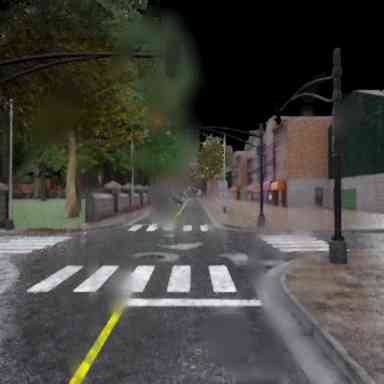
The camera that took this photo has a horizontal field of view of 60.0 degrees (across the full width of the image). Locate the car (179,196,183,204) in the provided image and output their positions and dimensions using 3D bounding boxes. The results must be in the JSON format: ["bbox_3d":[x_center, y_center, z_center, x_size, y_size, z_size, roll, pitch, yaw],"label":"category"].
[{"bbox_3d":[-2.579,1.393,57.504,2.033,1.411,5.357,0,0,0],"label":"car"}]

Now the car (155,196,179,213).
[{"bbox_3d":[-2.731,1.376,35.005,1.837,1.490,4.892,0,0,0],"label":"car"}]
